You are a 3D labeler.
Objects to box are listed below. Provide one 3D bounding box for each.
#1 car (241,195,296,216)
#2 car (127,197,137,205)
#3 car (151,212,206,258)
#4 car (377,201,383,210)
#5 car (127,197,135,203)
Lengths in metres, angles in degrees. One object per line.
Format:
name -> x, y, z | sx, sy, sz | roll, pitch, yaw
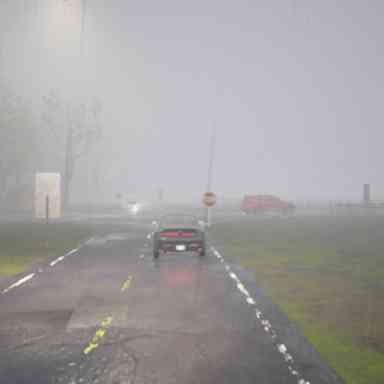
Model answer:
car -> 7.653, 1.276, 33.594 | 5.566, 2.045, 2.150 | 0, -1, -16
car -> -12.028, 1.869, 66.394 | 2.033, 1.411, 5.357 | 0, 0, -11
car -> -0.543, 1.558, 13.081 | 1.837, 1.490, 4.892 | 0, -1, -4
car -> 24.618, 1.276, 39.717 | 4.553, 1.767, 2.097 | 0, 0, -8
car -> -14.939, 1.933, 81.746 | 1.812, 1.442, 4.674 | 0, 0, -11
